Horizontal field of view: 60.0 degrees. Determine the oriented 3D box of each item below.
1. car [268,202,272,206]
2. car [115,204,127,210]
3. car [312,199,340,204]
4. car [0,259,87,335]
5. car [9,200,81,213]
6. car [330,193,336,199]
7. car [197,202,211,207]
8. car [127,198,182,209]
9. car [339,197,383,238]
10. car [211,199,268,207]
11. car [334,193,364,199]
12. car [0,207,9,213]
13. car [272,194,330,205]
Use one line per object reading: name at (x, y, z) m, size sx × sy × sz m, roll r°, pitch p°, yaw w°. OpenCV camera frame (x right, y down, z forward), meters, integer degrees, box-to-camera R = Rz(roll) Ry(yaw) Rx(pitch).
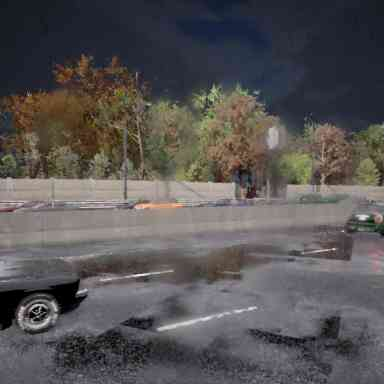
car at (12.052, 1.549, 43.345) m, size 5.357 × 1.411 × 2.033 m, roll 0°, pitch 0°, yaw -30°
car at (-5.260, 1.505, 33.200) m, size 4.892 × 1.490 × 1.837 m, roll 0°, pitch 0°, yaw -30°
car at (14.374, 1.602, 32.540) m, size 4.718 × 1.301 × 1.895 m, roll 0°, pitch 0°, yaw -30°
car at (-4.179, 1.601, 5.207) m, size 4.718 × 1.301 × 1.895 m, roll 0°, pitch 0°, yaw -30°
car at (-11.135, 1.492, 25.704) m, size 4.902 × 1.511 × 2.128 m, roll 0°, pitch 0°, yaw -30°
car at (20.974, 1.228, 48.570) m, size 5.566 × 2.045 × 2.150 m, roll 0°, pitch 0°, yaw -30°
car at (3.174, 1.548, 38.152) m, size 5.357 × 1.411 × 2.033 m, roll 0°, pitch 0°, yaw -30°
car at (-3.153, 1.352, 30.380) m, size 4.553 × 1.767 × 2.097 m, roll 0°, pitch 0°, yaw -30°
car at (10.408, 1.351, 17.812) m, size 4.553 × 1.767 × 2.097 m, roll 0°, pitch 0°, yaw -30°
car at (5.035, 1.548, 35.180) m, size 5.357 × 1.411 × 2.033 m, roll 0°, pitch 0°, yaw -31°
car at (21.952, 1.358, 45.090) m, size 4.553 × 1.767 × 2.097 m, roll 0°, pitch 0°, yaw -30°
car at (-13.629, 1.478, 28.301) m, size 5.008 × 1.535 × 1.882 m, roll 0°, pitch 0°, yaw -30°
car at (11.459, 1.222, 34.887) m, size 5.566 × 2.045 × 2.150 m, roll 0°, pitch 0°, yaw -30°
